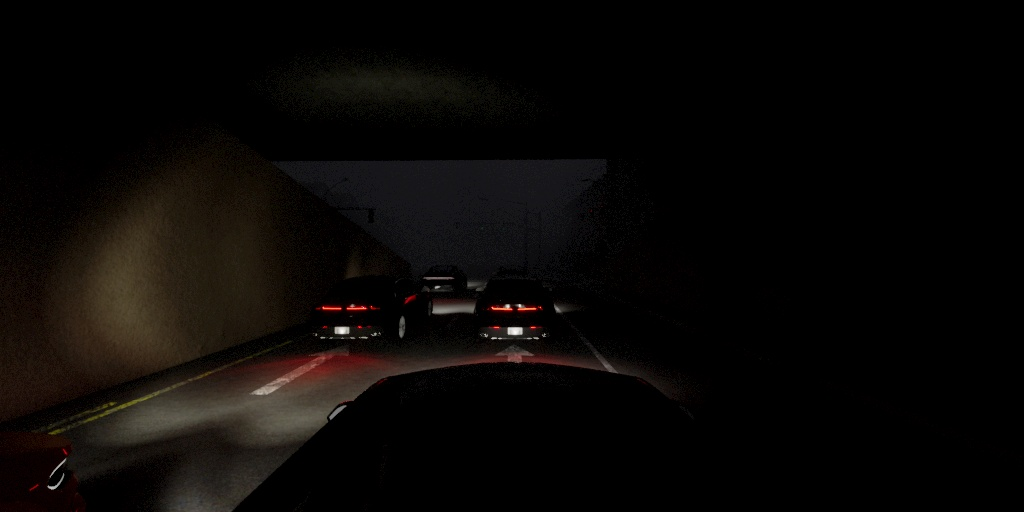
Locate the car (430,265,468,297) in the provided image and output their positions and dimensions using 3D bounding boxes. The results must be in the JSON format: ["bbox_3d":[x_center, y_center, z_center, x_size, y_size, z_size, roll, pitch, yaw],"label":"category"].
[{"bbox_3d":[-3.479,1.242,18.978,2.128,1.511,4.902,0,0,-1],"label":"car"}]

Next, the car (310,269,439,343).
[{"bbox_3d":[-3.445,1.255,9.661,1.837,1.490,4.892,0,0,0],"label":"car"}]

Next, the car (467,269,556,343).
[{"bbox_3d":[0.055,1.255,9.603,1.837,1.490,4.892,0,0,0],"label":"car"}]

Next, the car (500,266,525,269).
[{"bbox_3d":[0.017,1.255,19.013,1.837,1.490,4.892,0,0,0],"label":"car"}]
